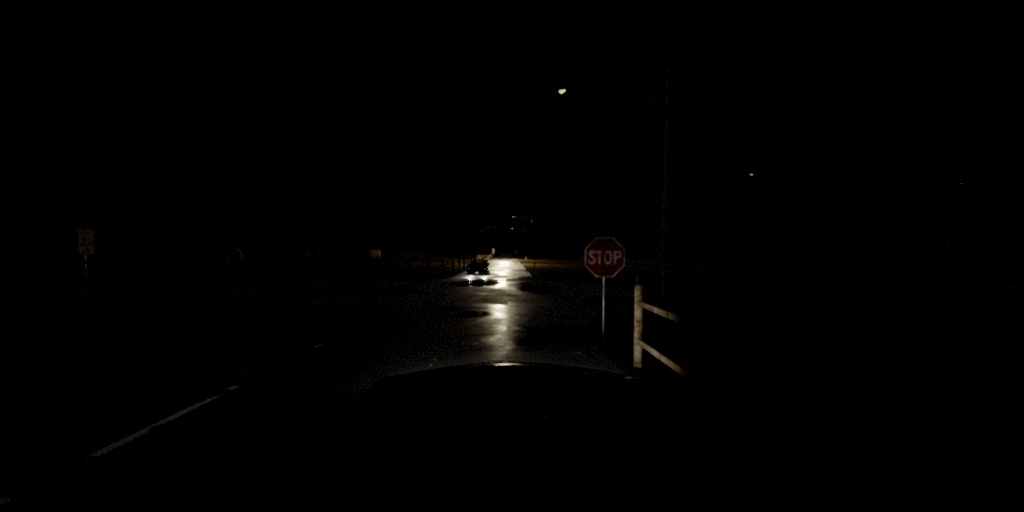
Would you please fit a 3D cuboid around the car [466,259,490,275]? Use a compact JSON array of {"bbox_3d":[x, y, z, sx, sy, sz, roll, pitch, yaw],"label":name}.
[{"bbox_3d":[-2.924,0.964,32.397,2.033,1.411,5.357,0,1,0],"label":"car"}]
